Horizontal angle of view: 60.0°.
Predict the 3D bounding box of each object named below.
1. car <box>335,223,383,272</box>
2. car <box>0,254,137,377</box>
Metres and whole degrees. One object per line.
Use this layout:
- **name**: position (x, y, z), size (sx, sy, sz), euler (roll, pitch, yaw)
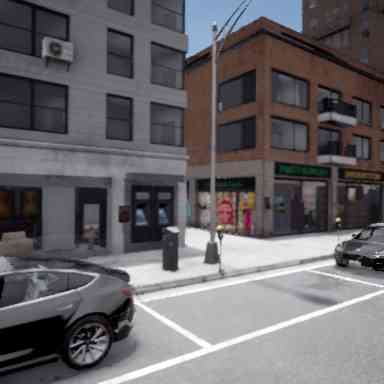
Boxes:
- **car**: position (6.443, 1.711, 10.784), size (4.313, 1.339, 1.947), euler (1, -1, -35)
- **car**: position (-2.807, 1.567, 4.186), size (4.313, 1.339, 1.947), euler (1, -1, -35)
